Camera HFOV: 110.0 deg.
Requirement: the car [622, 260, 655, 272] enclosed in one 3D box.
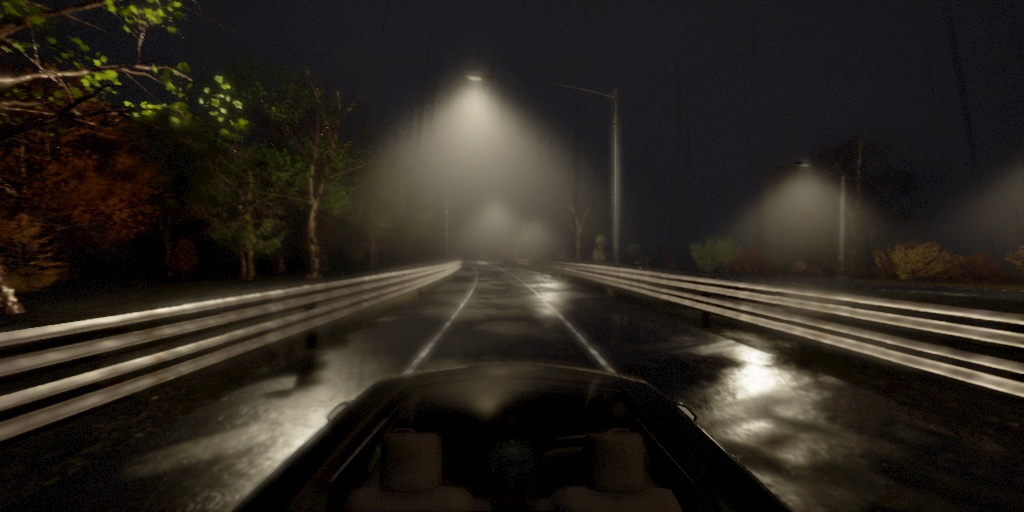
[{"bbox_3d":[17.085,1.291,48.639,1.837,1.490,4.892,0,0,-26],"label":"car"}]
